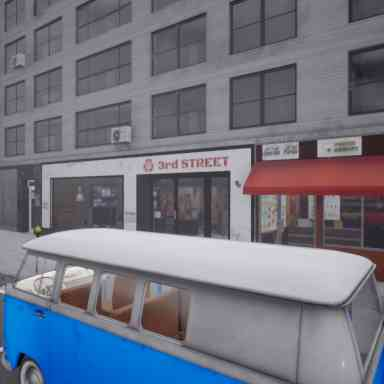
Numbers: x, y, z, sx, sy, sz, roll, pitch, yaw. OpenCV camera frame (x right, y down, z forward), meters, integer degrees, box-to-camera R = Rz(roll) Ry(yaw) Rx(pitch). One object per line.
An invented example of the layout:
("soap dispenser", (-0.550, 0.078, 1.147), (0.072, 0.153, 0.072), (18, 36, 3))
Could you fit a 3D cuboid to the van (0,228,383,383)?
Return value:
("van", (-0.270, 1.341, 3.269), (3.998, 1.788, 1.690), (0, 0, 35))
